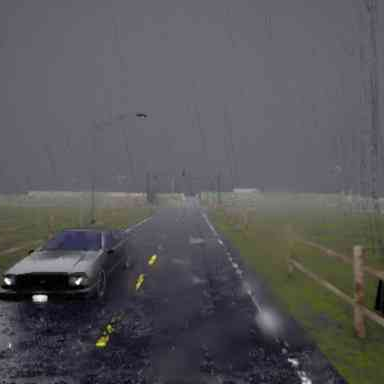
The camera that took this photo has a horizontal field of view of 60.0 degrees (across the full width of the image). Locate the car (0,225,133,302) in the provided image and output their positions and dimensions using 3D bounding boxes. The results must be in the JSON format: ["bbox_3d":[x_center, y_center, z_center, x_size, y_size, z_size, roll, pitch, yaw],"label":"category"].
[{"bbox_3d":[-2.853,1.638,8.914,2.033,1.411,5.357,0,-1,0],"label":"car"}]
